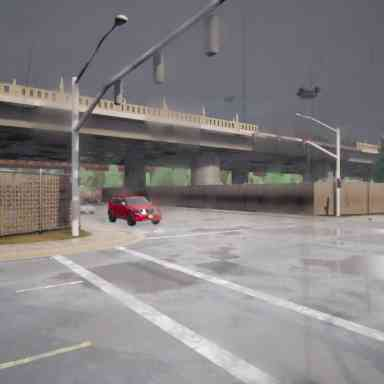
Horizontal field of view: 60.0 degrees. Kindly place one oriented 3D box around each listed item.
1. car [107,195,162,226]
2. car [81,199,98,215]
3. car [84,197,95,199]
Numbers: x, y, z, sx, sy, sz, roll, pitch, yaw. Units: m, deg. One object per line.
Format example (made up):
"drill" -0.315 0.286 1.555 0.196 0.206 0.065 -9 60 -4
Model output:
"car" -4.341 1.278 24.363 2.150 2.045 5.566 0 0 -36
"car" -11.580 1.656 34.462 1.895 1.301 4.718 0 0 -36
"car" -19.783 1.619 64.272 1.994 1.385 4.181 0 0 -36
